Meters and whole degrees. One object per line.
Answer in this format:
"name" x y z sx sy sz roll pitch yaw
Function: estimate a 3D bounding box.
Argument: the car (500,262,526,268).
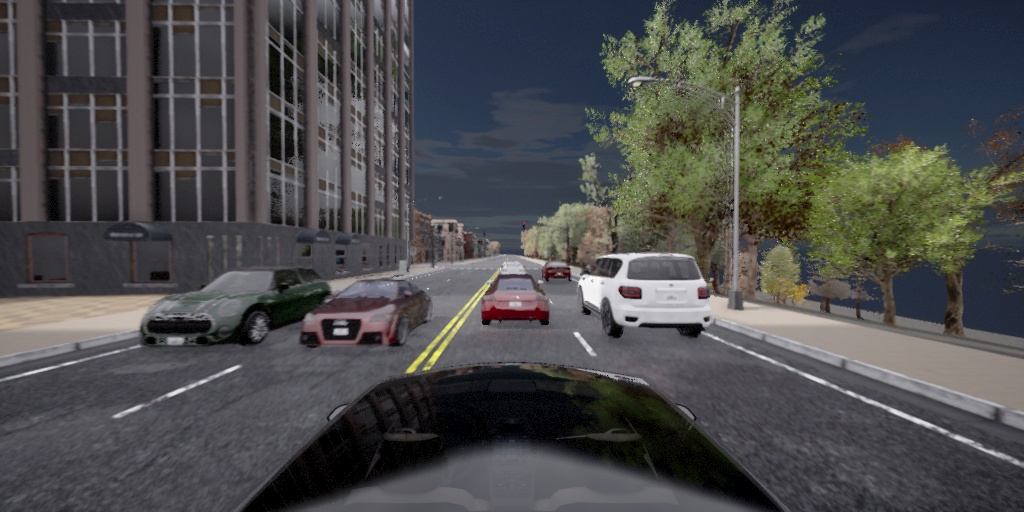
"car" 0.101 1.151 27.348 1.812 1.442 4.674 0 0 0

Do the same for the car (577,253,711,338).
"car" 3.349 0.931 10.217 2.150 2.045 5.566 0 0 0

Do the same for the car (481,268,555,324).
"car" 0.098 1.265 11.707 1.994 1.385 4.181 0 0 0

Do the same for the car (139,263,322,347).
"car" -6.599 1.064 9.276 2.097 1.767 4.553 0 0 0

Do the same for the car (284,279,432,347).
"car" -3.349 1.278 9.012 1.994 1.385 4.181 0 0 0

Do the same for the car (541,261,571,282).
"car" 3.350 1.101 27.789 1.882 1.535 5.008 0 0 0
